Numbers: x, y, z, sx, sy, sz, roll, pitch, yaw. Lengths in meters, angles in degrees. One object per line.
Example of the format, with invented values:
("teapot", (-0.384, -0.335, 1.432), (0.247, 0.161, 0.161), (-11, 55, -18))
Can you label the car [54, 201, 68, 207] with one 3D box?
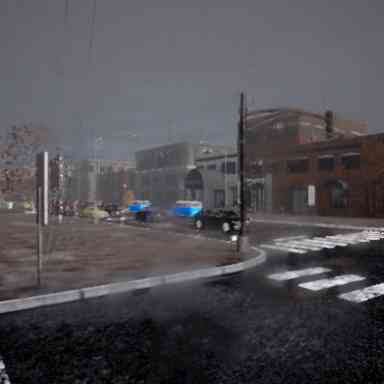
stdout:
("car", (-30.648, 2.813, 77.694), (1.752, 1.417, 4.829), (-1, 0, -36))

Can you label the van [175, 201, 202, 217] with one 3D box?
("van", (-0.529, 1.905, 36.412), (1.690, 1.788, 3.998), (-1, 0, -36))

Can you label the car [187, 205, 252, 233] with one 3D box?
("car", (2.037, 1.894, 23.093), (1.837, 1.490, 4.892), (0, -1, -36))

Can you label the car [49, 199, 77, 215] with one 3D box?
("car", (-17.305, 2.117, 45.242), (2.192, 1.841, 5.009), (-1, 0, -36))

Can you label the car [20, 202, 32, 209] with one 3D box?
("car", (-33.880, 2.726, 67.963), (1.752, 1.417, 4.829), (-1, 0, -36))

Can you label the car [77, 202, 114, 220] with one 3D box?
("car", (-10.529, 2.165, 35.961), (1.752, 1.417, 4.829), (-1, 0, -36))

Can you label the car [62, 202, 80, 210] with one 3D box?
("car", (-22.759, 2.611, 62.509), (1.994, 1.385, 4.181), (0, -1, -36))

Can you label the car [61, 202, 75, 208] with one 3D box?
("car", (-27.211, 2.787, 72.985), (1.802, 1.307, 4.206), (-1, 0, -36))

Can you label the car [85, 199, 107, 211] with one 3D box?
("car", (-17.208, 2.279, 59.271), (2.192, 1.841, 5.009), (-1, 0, -36))

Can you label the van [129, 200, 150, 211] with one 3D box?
("van", (-7.200, 2.065, 45.555), (1.690, 1.788, 3.998), (-1, 0, -36))

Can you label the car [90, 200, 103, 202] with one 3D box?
("car", (-16.618, 2.377, 54.091), (1.882, 1.535, 5.008), (0, -1, -36))

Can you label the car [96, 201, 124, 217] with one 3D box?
("car", (-9.716, 2.176, 39.221), (1.837, 1.490, 4.892), (0, -1, -36))

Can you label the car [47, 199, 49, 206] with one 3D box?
("car", (-33.888, 2.681, 82.130), (2.192, 1.841, 5.009), (-1, 0, -36))

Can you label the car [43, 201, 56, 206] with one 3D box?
("car", (-37.219, 2.998, 86.700), (2.008, 1.369, 4.403), (-1, 0, -36))

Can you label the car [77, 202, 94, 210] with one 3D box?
("car", (-20.539, 2.626, 63.841), (1.802, 1.307, 4.206), (-1, 0, -36))

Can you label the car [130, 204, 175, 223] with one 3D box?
("car", (-3.787, 2.093, 31.093), (1.994, 1.385, 4.181), (0, -1, -35))
